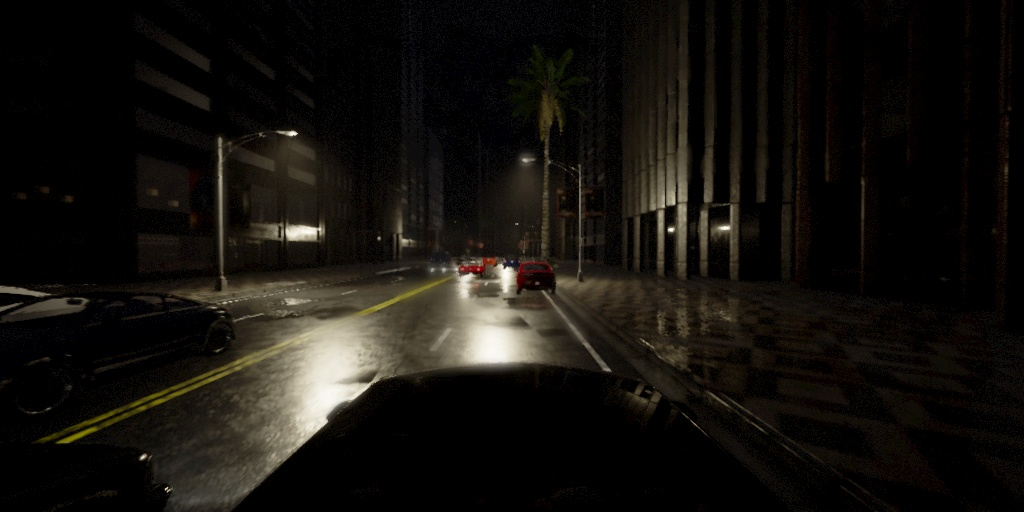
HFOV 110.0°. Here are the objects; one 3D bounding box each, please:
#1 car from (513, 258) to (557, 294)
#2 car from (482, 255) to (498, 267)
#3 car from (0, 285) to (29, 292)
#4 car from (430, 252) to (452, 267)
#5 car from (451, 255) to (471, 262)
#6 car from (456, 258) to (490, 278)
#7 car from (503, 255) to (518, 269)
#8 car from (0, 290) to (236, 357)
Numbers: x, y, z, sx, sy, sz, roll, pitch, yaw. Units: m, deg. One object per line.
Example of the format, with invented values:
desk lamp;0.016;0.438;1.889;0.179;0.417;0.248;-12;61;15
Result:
car;1.135;1.039;18.528;1.882;1.535;5.008;0;1;0
car;-3.160;0.572;50.816;2.097;1.767;4.553;0;1;0
car;-9.851;1.229;5.793;1.812;1.442;4.674;0;1;0
car;-9.822;0.452;49.785;2.150;2.045;5.566;0;0;0
car;-6.574;0.722;49.713;2.128;1.511;4.902;0;1;0
car;-3.156;1.041;29.656;1.895;1.301;4.718;0;1;0
car;0.040;0.652;43.071;2.097;1.767;4.553;0;1;1
car;-6.601;1.270;5.551;1.994;1.385;4.181;0;1;0
